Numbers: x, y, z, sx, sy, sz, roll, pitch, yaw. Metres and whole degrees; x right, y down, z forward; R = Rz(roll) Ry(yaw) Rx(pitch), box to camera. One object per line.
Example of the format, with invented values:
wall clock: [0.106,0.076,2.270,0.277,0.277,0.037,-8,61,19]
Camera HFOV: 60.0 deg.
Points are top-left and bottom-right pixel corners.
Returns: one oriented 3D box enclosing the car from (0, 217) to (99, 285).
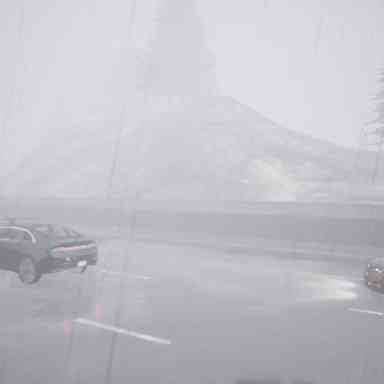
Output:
car: [-5.047,1.693,10.128,4.902,1.511,2.128,0,-2,30]

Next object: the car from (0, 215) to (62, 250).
car: [-8.776,1.906,16.468,4.718,1.301,1.895,0,-2,33]

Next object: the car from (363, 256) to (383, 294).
car: [6.483,1.985,8.042,4.181,1.385,1.994,1,-2,25]
